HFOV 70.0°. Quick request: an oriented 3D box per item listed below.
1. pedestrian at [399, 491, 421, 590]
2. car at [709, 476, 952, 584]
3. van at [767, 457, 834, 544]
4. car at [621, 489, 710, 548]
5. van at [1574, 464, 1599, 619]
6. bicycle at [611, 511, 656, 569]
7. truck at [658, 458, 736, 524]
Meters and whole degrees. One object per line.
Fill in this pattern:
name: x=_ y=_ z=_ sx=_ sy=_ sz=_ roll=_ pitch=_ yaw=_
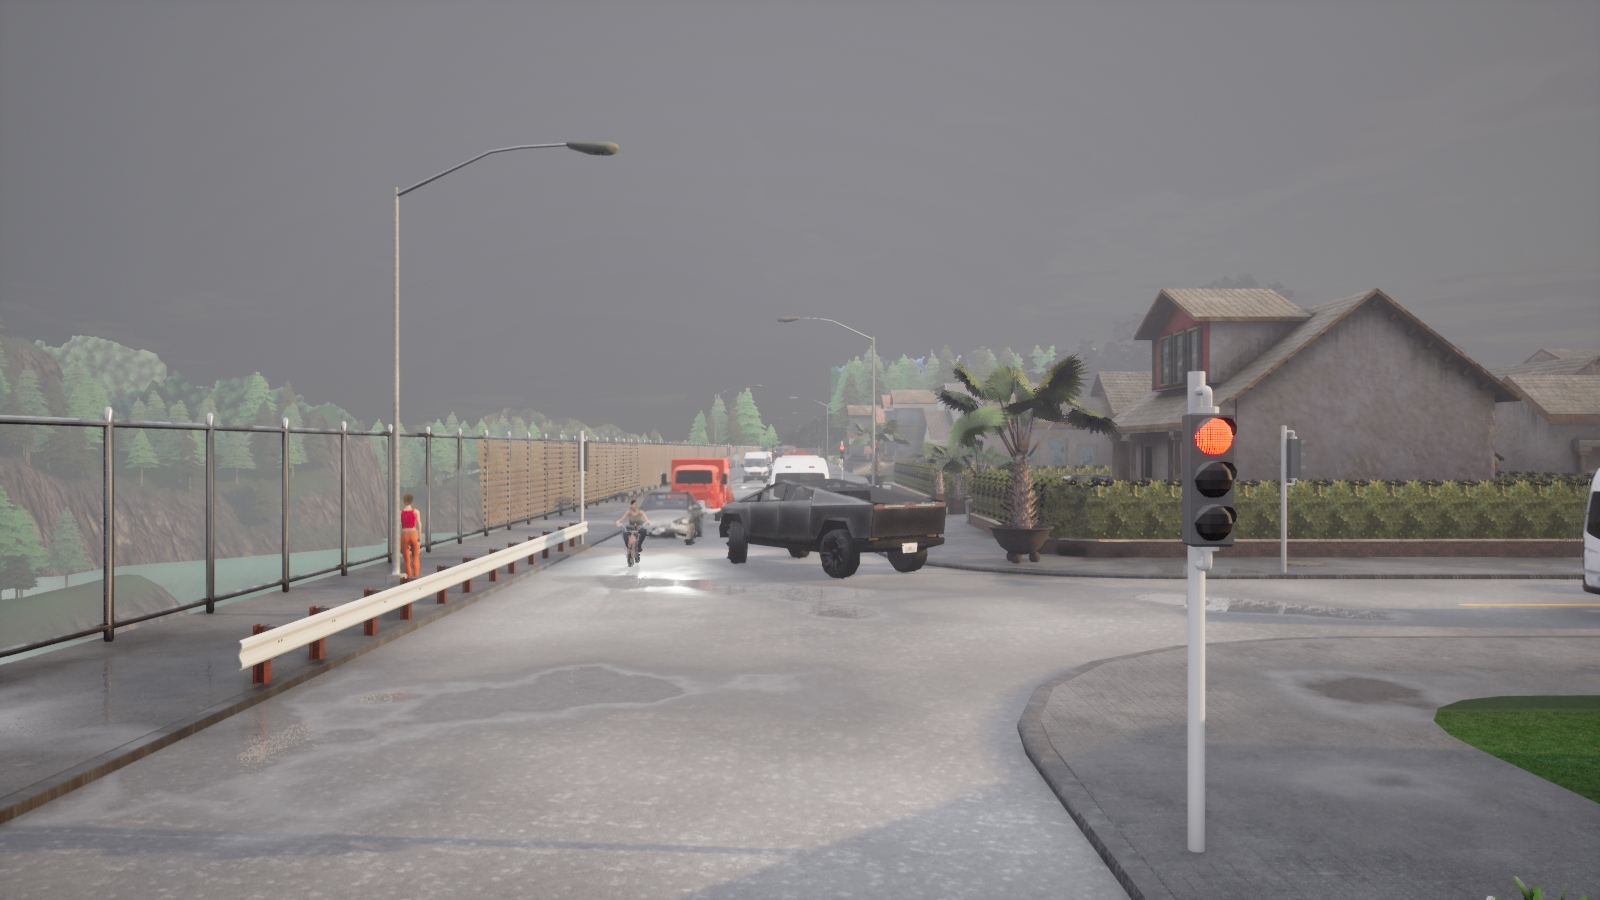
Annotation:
pedestrian: x=-7.508 y=1.730 z=21.995 sx=0.375 sy=1.860 sz=0.375 roll=0 pitch=0 yaw=-16
car: x=0.520 y=1.736 z=26.916 sx=2.390 sy=2.098 sz=6.274 roll=0 pitch=0 yaw=-36
van: x=0.006 y=1.511 z=36.872 sx=1.988 sy=2.561 sz=5.915 roll=0 pitch=0 yaw=0
car: x=-3.999 y=2.026 z=34.758 sx=2.128 sy=1.511 sz=4.902 roll=0 pitch=0 yaw=0
van: x=16.282 y=1.523 z=18.657 sx=5.915 sy=2.561 sz=1.988 roll=0 pitch=0 yaw=1
bicycle: x=-3.989 y=2.140 z=27.406 sx=0.859 sy=1.276 sz=1.487 roll=0 pitch=0 yaw=0
truck: x=-3.995 y=1.543 z=45.363 sx=2.627 sy=2.467 sz=5.204 roll=0 pitch=0 yaw=0
